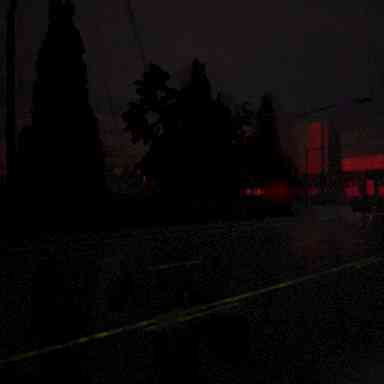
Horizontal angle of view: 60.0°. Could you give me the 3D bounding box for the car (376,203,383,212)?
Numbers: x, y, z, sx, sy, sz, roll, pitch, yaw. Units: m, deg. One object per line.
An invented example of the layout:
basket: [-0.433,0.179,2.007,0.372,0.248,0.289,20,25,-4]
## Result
car: [28.498,2.285,48.562,1.882,1.535,5.008,0,-1,13]

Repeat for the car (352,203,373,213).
car: [24.978,2.331,48.821,1.812,1.442,4.674,0,-1,13]
